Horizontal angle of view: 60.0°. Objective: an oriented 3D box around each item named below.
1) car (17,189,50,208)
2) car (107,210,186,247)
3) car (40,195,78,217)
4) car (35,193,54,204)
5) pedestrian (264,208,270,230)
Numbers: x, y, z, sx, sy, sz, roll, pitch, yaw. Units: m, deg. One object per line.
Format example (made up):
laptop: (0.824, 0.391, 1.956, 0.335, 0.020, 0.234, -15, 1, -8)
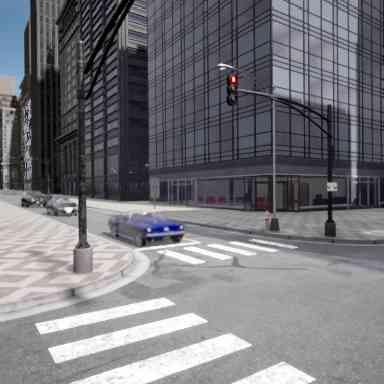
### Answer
car: (-19.332, 0.833, 40.519, 2.150, 2.045, 5.566, -1, 1, -35)
car: (-2.179, 1.512, 14.957, 1.895, 1.301, 4.718, -1, 1, -32)
car: (-11.097, 1.255, 28.315, 2.128, 1.511, 4.902, -1, 1, -34)
car: (-22.871, 0.951, 51.438, 1.837, 1.490, 4.892, -1, 1, -34)
pedestrian: (3.902, 1.373, 17.255, 0.500, 1.100, 0.500, 0, 0, -34)
